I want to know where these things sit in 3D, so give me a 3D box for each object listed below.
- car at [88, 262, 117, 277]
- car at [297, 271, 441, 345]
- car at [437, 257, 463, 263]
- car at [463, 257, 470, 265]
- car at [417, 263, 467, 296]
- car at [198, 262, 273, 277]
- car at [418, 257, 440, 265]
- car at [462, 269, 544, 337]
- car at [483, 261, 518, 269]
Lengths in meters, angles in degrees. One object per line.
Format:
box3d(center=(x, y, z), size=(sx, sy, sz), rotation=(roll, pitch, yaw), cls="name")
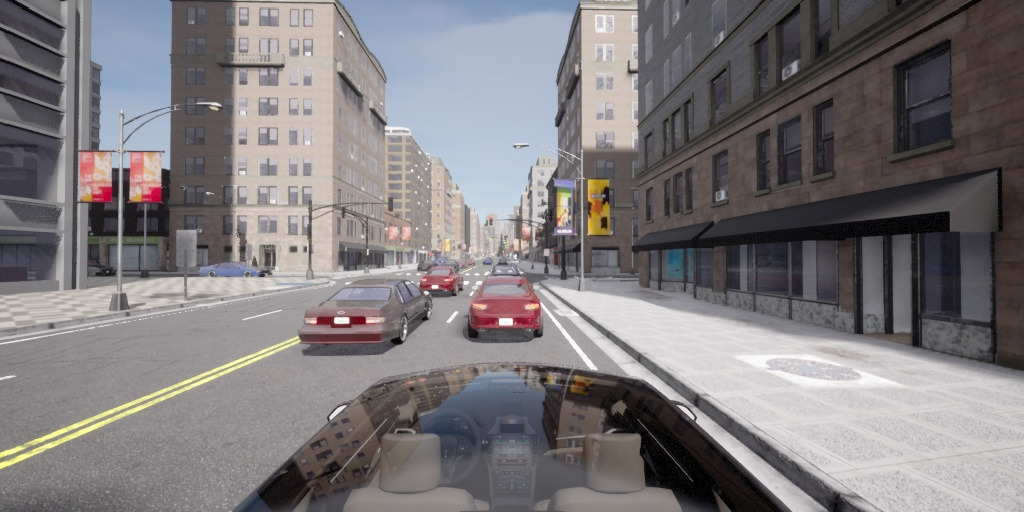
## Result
box3d(center=(-36.287, 1.159, 30.341), size=(4.181, 1.385, 1.994), rotation=(0, -1, -1), cls="car")
box3d(center=(-3.409, 1.298, 9.469), size=(2.033, 1.411, 5.357), rotation=(0, 0, -2), cls="car")
box3d(center=(-7.785, 1.209, 45.538), size=(1.882, 1.535, 5.008), rotation=(0, 0, -2), cls="car")
box3d(center=(-8.045, 1.248, 55.591), size=(1.812, 1.442, 4.674), rotation=(0, 0, -1), cls="car")
box3d(center=(-3.660, 1.275, 19.057), size=(1.812, 1.442, 4.674), rotation=(0, 0, -1), cls="car")
box3d(center=(-23.667, 1.196, 30.735), size=(5.357, 1.411, 2.033), rotation=(0, -1, 1), cls="car")
box3d(center=(-11.082, 1.208, 47.241), size=(1.882, 1.535, 5.008), rotation=(0, 0, -1), cls="car")
box3d(center=(-0.179, 1.277, 10.150), size=(1.812, 1.442, 4.674), rotation=(0, 0, -1), cls="car")
box3d(center=(-0.405, 1.240, 19.234), size=(2.128, 1.511, 4.902), rotation=(0, 0, -3), cls="car")
